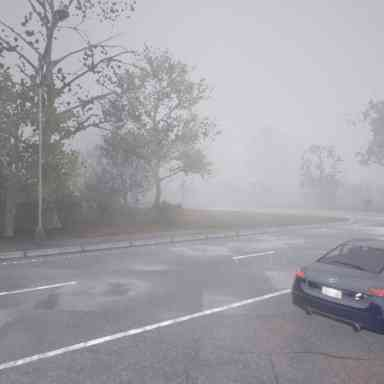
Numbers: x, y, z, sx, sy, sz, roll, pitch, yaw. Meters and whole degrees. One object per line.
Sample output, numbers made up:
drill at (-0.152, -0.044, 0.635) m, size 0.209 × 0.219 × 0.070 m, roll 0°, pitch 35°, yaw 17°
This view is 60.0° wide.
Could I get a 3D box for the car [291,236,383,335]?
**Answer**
car at (3.857, 1.564, 6.445) m, size 4.181 × 1.385 × 1.994 m, roll 0°, pitch 0°, yaw -35°
